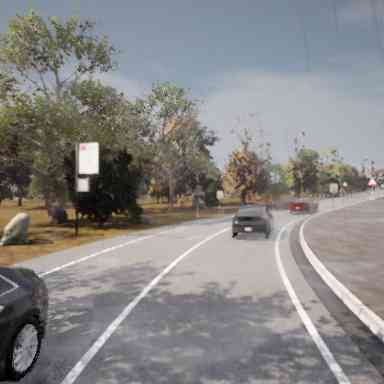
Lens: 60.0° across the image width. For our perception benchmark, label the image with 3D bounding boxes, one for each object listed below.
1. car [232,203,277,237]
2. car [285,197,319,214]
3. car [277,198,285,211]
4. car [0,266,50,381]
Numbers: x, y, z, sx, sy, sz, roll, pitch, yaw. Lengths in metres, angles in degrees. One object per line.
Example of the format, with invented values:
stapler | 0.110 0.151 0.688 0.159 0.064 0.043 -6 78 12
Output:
car | 3.337 1.480 17.816 1.837 1.490 4.892 -2 0 17
car | 11.522 1.336 34.091 1.882 1.535 5.008 -3 -1 34
car | 11.500 1.431 40.123 1.837 1.490 4.892 -4 0 37
car | -3.024 1.493 2.719 1.837 1.490 4.892 0 0 5
